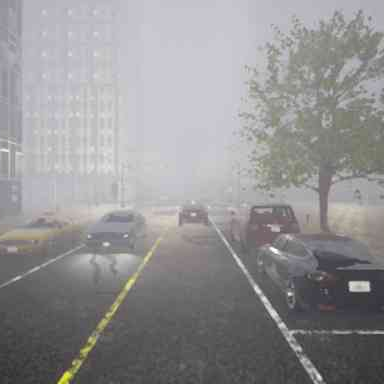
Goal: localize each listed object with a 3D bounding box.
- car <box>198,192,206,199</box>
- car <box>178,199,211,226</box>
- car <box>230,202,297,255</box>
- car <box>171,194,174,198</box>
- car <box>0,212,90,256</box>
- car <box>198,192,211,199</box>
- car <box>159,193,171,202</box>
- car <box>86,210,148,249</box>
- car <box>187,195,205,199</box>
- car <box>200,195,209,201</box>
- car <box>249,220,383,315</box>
[{"bbox_3d":[2.664,0.949,90.999,2.192,1.841,5.009,0,0,0],"label":"car"},{"bbox_3d":[0.091,1.441,23.080,2.163,1.488,4.792,0,0,0],"label":"car"},{"bbox_3d":[2.689,1.283,13.114,2.192,1.841,5.009,0,0,0],"label":"car"},{"bbox_3d":[-5.810,1.041,73.974,2.192,1.841,5.009,0,0,0],"label":"car"},{"bbox_3d":[-5.692,1.493,12.942,1.752,1.417,4.829,0,0,0],"label":"car"},{"bbox_3d":[2.801,1.196,68.299,1.967,1.590,4.097,0,0,0],"label":"car"},{"bbox_3d":[-5.839,1.281,68.127,1.752,1.417,4.829,0,0,0],"label":"car"},{"bbox_3d":[-3.104,1.510,14.720,2.033,1.411,5.357,0,0,0],"label":"car"},{"bbox_3d":[0.080,1.386,38.456,2.163,1.488,4.792,0,0,0],"label":"car"},{"bbox_3d":[2.768,1.278,73.977,2.008,1.369,4.403,0,0,0],"label":"car"},{"bbox_3d":[2.690,1.548,7.418,1.947,1.339,4.313,0,0,0],"label":"car"}]
